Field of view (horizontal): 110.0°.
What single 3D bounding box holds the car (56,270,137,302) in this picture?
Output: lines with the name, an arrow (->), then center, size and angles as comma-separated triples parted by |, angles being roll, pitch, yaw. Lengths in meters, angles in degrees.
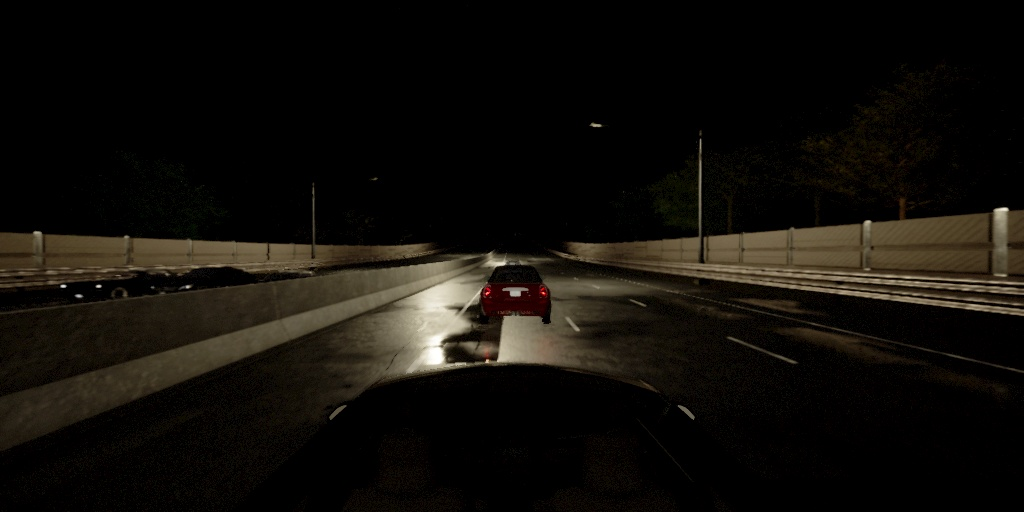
car -> -17.506, 1.302, 16.705 | 1.895, 1.301, 4.718 | 0, 0, 0

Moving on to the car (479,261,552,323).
car -> 0.096, 1.069, 12.175 | 2.097, 1.767, 4.553 | 0, 0, 0

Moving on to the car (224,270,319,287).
car -> -10.506, 1.354, 16.755 | 1.895, 1.301, 4.718 | 0, 0, 0

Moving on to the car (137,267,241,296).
car -> -14.006, 1.235, 16.701 | 1.812, 1.442, 4.674 | 0, 0, 0
